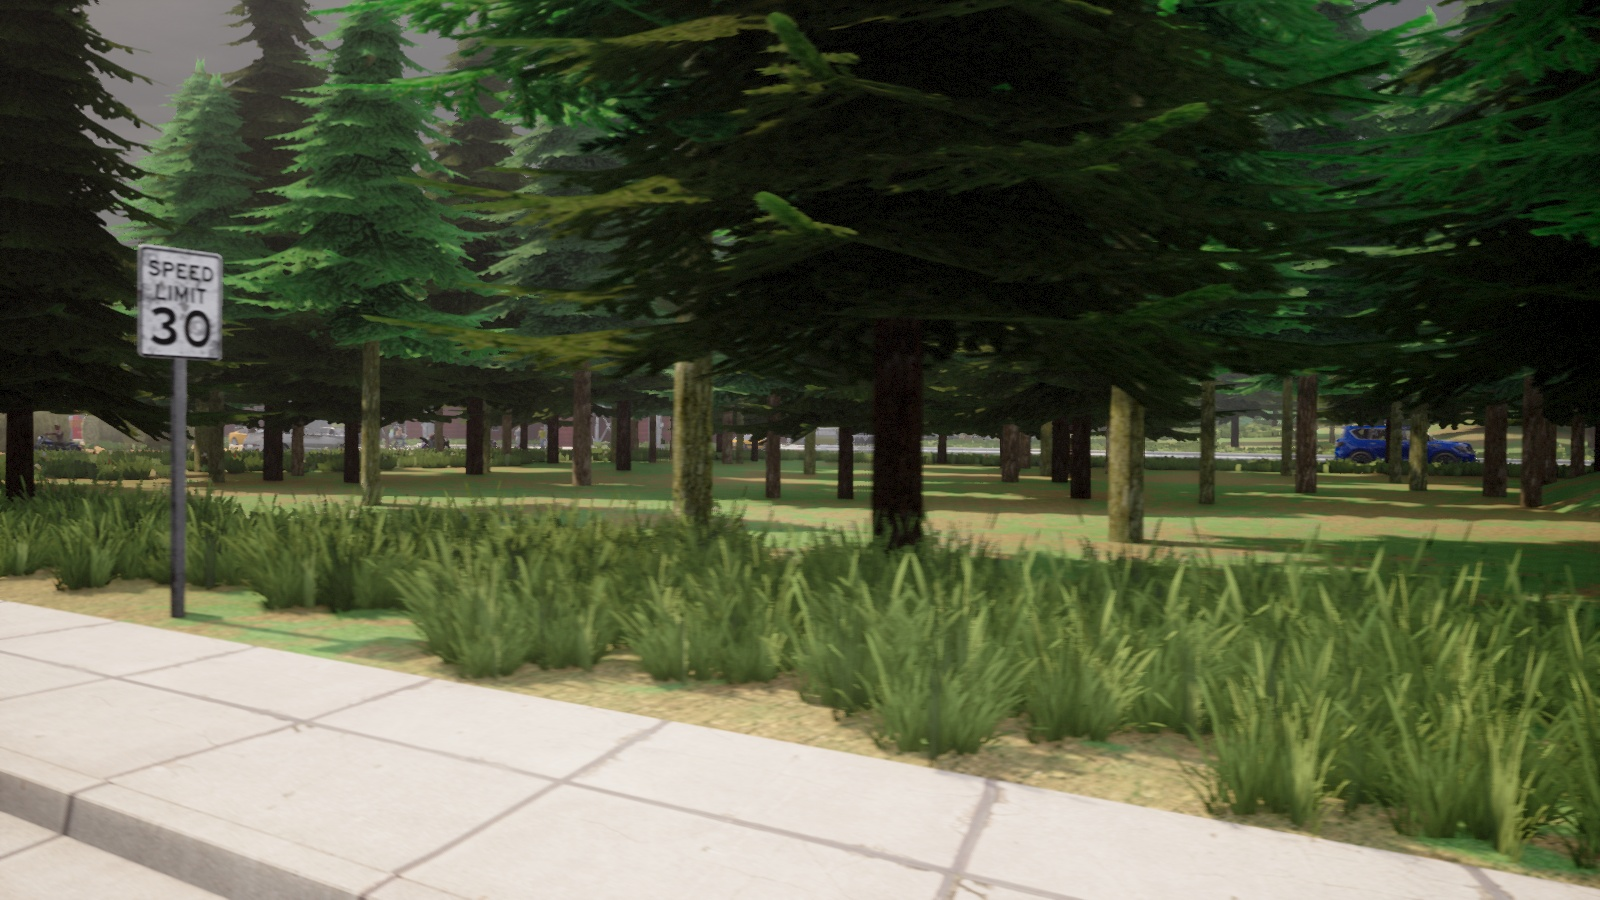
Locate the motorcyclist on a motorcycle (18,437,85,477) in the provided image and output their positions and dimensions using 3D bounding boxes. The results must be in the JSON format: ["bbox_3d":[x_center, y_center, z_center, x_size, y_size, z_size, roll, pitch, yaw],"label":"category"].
[{"bbox_3d":[-32.159,0.271,53.985,0.766,1.649,2.350,0,1,33],"label":"motorcyclist on a motorcycle"}]

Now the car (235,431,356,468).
[{"bbox_3d":[-24.006,-0.053,59.966,2.152,1.651,5.027,0,1,33],"label":"car"}]

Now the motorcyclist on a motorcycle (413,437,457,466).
[{"bbox_3d":[-19.431,0.070,66.882,0.866,1.530,2.191,0,1,33],"label":"motorcyclist on a motorcycle"}]

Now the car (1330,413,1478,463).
[{"bbox_3d":[26.228,-0.515,54.617,5.566,2.045,2.150,0,1,34],"label":"car"}]

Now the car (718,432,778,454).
[{"bbox_3d":[-3.958,-0.562,96.616,1.801,1.575,5.366,0,1,34],"label":"car"}]
